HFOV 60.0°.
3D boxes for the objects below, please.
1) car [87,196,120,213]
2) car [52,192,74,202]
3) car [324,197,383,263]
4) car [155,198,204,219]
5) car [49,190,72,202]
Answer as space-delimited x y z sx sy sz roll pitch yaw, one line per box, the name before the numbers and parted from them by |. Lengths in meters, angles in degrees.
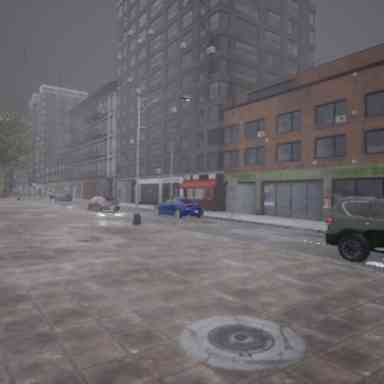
car | -8.307 1.077 30.930 1.812 1.442 4.674 1 0 -35
car | -20.822 0.841 53.701 2.128 1.511 4.902 1 -1 -35
car | 6.711 1.223 9.703 2.150 2.045 5.566 1 1 -35
car | -1.101 1.204 25.843 1.882 1.535 5.008 1 0 -35
car | -17.596 0.368 44.231 2.097 1.767 4.553 1 0 -35
